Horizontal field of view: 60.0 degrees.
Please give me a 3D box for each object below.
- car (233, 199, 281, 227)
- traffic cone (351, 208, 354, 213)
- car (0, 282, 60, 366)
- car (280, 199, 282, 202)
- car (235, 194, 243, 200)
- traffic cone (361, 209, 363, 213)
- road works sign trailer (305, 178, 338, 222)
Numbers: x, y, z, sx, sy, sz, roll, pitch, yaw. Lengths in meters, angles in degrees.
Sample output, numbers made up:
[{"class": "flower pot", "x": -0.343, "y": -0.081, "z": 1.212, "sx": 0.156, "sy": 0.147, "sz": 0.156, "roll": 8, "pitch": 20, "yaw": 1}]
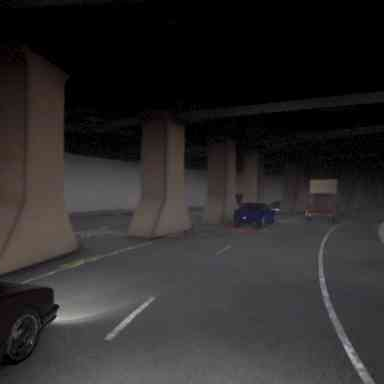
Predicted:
[{"class": "car", "x": 4.521, "y": 1.508, "z": 23.392, "sx": 1.882, "sy": 1.535, "sz": 5.008, "roll": 1, "pitch": 0, "yaw": 28}, {"class": "traffic cone", "x": 18.808, "y": 2.162, "z": 38.940, "sx": 0.340, "sy": 0.580, "sz": 0.340, "roll": 1, "pitch": 0, "yaw": 38}, {"class": "car", "x": -3.237, "y": 1.499, "z": 2.766, "sx": 2.033, "sy": 1.411, "sz": 5.357, "roll": 1, "pitch": 0, "yaw": 7}, {"class": "car", "x": 12.572, "y": 1.675, "z": 46.217, "sx": 1.994, "sy": 1.385, "sz": 4.181, "roll": 1, "pitch": 0, "yaw": 45}, {"class": "car", "x": 5.161, "y": 1.234, "z": 43.236, "sx": 2.150, "sy": 2.045, "sz": 5.566, "roll": 1, "pitch": 0, "yaw": 40}, {"class": "traffic cone", "x": 19.597, "y": 2.174, "z": 38.326, "sx": 0.340, "sy": 0.580, "sz": 0.340, "roll": 1, "pitch": 0, "yaw": 38}, {"class": "road works sign trailer", "x": 11.234, "y": 0.581, "z": 28.376, "sx": 2.380, "sy": 3.560, "sz": 2.880, "roll": 1, "pitch": 0, "yaw": 38}]
